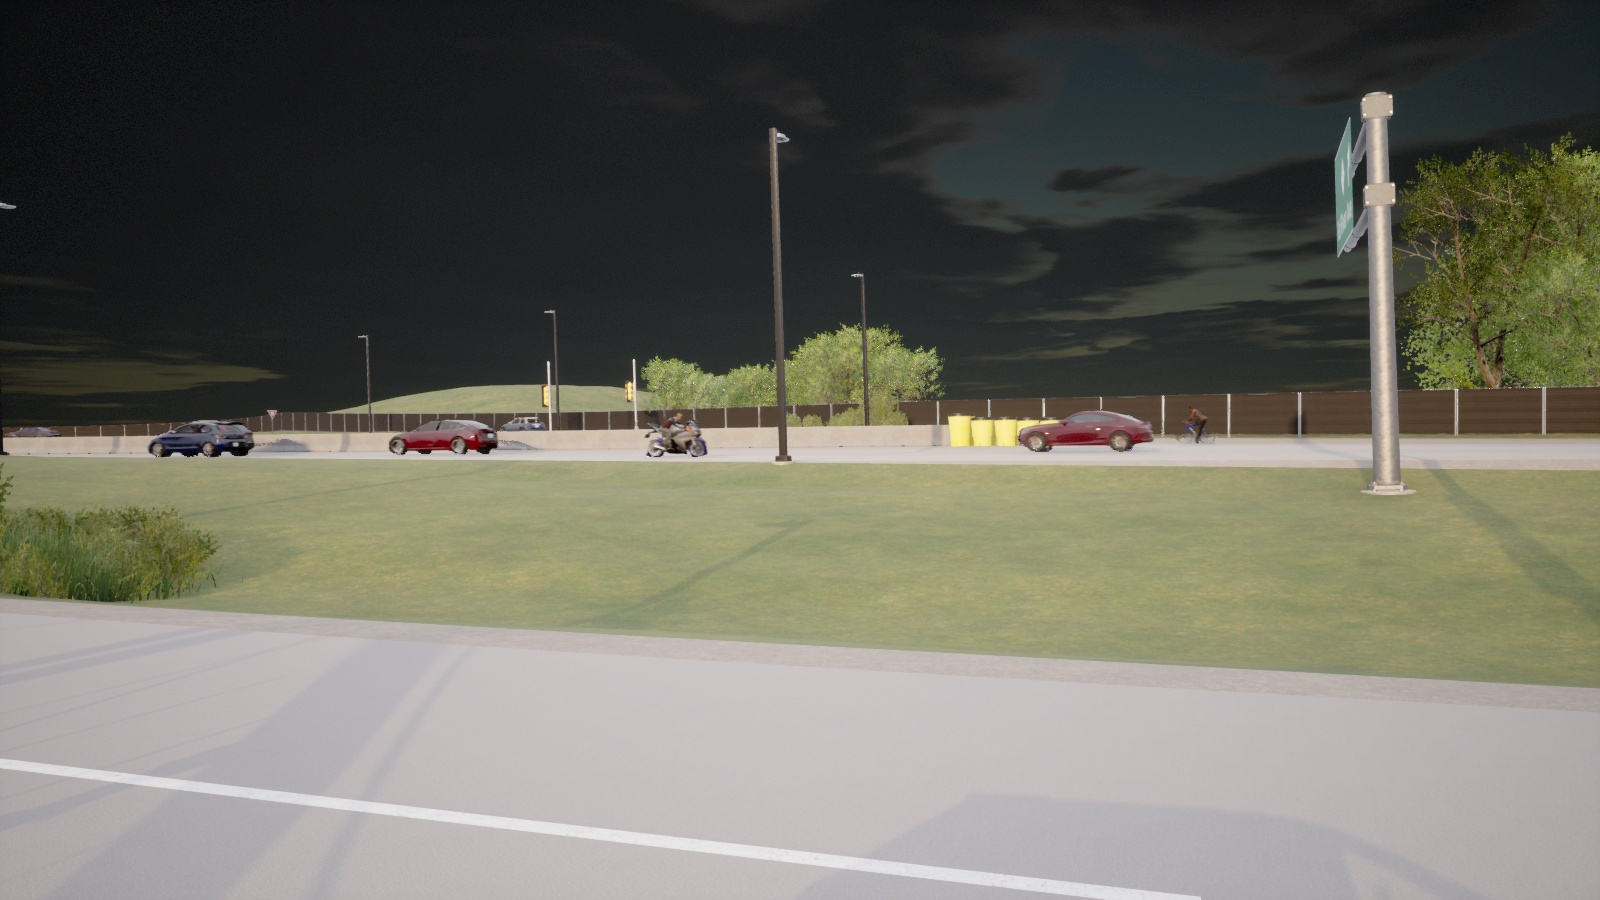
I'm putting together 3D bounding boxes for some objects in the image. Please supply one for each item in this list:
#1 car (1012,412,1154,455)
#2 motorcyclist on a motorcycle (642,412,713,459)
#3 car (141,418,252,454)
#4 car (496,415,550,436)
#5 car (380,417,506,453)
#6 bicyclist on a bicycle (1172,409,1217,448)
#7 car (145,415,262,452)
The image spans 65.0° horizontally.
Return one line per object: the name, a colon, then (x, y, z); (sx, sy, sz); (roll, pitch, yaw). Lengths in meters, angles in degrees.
car: (9.956, -0.573, 44.116); (4.674, 1.442, 1.812); (0, 1, 20)
motorcyclist on a motorcycle: (-4.074, -0.488, 41.769); (2.191, 1.530, 0.866); (0, 1, 20)
car: (-25.621, -0.606, 53.326); (4.193, 1.474, 1.816); (0, 1, 20)
car: (-19.388, -1.722, 87.827); (1.970, 1.475, 3.806); (-2, 2, -43)
car: (-15.130, -0.646, 53.235); (4.792, 1.488, 2.163); (0, 1, 20)
bicyclist on a bicycle: (16.380, -0.892, 52.145); (1.656, 1.620, 0.582); (0, 1, 40)
car: (-27.403, -0.745, 57.696); (4.856, 1.649, 2.033); (0, 1, 20)
